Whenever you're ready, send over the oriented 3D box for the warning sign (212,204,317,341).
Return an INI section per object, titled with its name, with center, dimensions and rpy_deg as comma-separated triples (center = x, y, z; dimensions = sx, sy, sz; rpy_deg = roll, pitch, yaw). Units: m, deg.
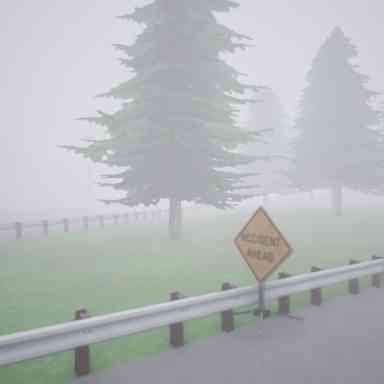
[warning sign]
center = 1.159, 1.153, 5.483
dimensions = 1.060, 1.860, 1.300
rpy_deg = 1, 0, -35
